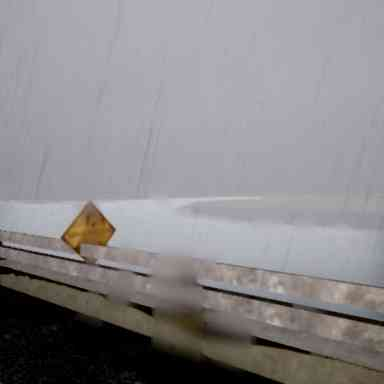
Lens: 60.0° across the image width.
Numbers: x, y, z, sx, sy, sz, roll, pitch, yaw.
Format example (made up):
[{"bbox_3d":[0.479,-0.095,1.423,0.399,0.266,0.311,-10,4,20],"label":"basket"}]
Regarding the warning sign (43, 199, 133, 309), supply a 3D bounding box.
[{"bbox_3d":[-2.029,1.092,6.595,1.060,1.860,1.300,-1,0,36],"label":"warning sign"}]
